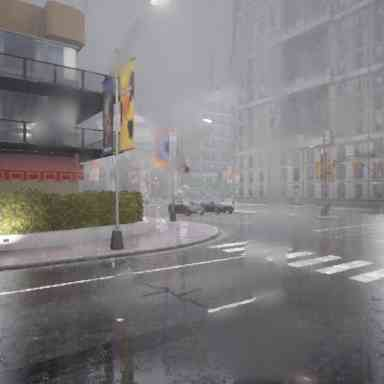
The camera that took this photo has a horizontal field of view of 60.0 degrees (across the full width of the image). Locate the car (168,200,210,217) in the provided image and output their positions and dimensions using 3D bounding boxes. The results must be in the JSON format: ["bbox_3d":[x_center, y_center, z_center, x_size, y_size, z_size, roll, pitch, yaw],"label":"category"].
[{"bbox_3d":[-0.647,1.525,32.065,1.812,1.442,4.674,0,0,-35],"label":"car"}]

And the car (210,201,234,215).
[{"bbox_3d":[2.204,1.600,34.094,1.895,1.301,4.718,0,0,-35],"label":"car"}]
